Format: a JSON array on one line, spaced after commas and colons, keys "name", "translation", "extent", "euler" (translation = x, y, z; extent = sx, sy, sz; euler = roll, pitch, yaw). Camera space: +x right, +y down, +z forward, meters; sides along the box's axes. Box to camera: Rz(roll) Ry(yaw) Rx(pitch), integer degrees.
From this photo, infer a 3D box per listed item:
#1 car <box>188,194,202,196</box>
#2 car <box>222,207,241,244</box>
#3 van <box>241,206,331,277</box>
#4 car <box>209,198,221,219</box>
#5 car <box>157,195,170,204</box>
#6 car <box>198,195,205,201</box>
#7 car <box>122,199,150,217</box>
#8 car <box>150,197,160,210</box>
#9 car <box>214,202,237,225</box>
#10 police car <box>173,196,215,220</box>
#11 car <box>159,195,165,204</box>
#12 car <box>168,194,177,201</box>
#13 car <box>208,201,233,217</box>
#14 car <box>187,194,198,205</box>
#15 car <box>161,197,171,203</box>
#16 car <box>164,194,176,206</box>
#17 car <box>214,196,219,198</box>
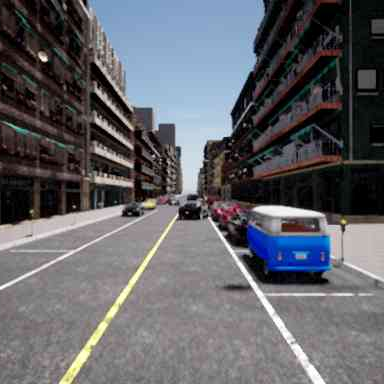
[{"name": "car", "translation": [0.607, 1.310, 45.098], "extent": [2.150, 2.045, 5.566], "euler": [0, 0, -2]}, {"name": "car", "translation": [2.702, 1.600, 15.702], "extent": [1.947, 1.339, 4.313], "euler": [0, 0, 0]}, {"name": "van", "translation": [2.699, 1.363, 10.066], "extent": [1.690, 1.788, 3.998], "euler": [0, 0, 0]}, {"name": "car", "translation": [2.710, 1.497, 26.975], "extent": [1.967, 1.590, 4.097], "euler": [0, 0, 0]}, {"name": "car", "translation": [-5.644, 1.442, 66.440], "extent": [2.192, 1.841, 5.009], "euler": [0, 0, 0]}, {"name": "car", "translation": [2.755, 1.697, 94.782], "extent": [1.752, 1.417, 4.829], "euler": [0, 0, 0]}, {"name": "car", "translation": [-5.667, 1.634, 32.619], "extent": [1.947, 1.339, 4.313], "euler": [0, 0, 0]}, {"name": "car", "translation": [-5.660, 1.614, 43.723], "extent": [1.752, 1.417, 4.829], "euler": [0, 0, 0]}, {"name": "car", "translation": [2.706, 1.590, 21.338], "extent": [1.887, 1.381, 4.507], "euler": [0, 0, 0]}, {"name": "police car", "translation": [0.318, 1.486, 29.397], "extent": [1.930, 1.638, 5.238], "euler": [0, 0, 16]}, {"name": "car", "translation": [-5.648, 1.558, 60.803], "extent": [1.967, 1.590, 4.097], "euler": [0, 0, 0]}, {"name": "car", "translation": [-5.625, 1.487, 94.622], "extent": [2.192, 1.841, 5.009], "euler": [0, 0, 0]}, {"name": "car", "translation": [2.714, 1.619, 32.611], "extent": [2.008, 1.369, 4.403], "euler": [0, 0, 0]}, {"name": "car", "translation": [0.044, 1.364, 65.519], "extent": [2.150, 2.045, 5.566], "euler": [0, 0, 0]}, {"name": "car", "translation": [-5.641, 1.719, 72.076], "extent": [1.802, 1.307, 4.206], "euler": [0, 0, 0]}, {"name": "car", "translation": [-3.024, 1.603, 57.086], "extent": [2.128, 1.511, 4.902], "euler": [0, 0, 1]}, {"name": "car", "translation": [2.722, 1.404, 43.884], "extent": [2.192, 1.841, 5.009], "euler": [0, 0, 0]}]
